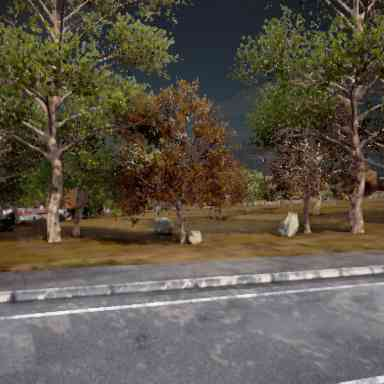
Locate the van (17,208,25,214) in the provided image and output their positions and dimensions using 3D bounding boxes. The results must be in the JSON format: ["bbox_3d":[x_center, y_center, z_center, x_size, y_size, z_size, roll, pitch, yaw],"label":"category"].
[{"bbox_3d":[-44.489,4.989,83.278,1.878,1.987,4.442,1,-3,0],"label":"van"}]

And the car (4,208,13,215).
[{"bbox_3d":[-44.514,4.710,77.827,2.435,2.045,5.566,1,-3,0],"label":"car"}]
